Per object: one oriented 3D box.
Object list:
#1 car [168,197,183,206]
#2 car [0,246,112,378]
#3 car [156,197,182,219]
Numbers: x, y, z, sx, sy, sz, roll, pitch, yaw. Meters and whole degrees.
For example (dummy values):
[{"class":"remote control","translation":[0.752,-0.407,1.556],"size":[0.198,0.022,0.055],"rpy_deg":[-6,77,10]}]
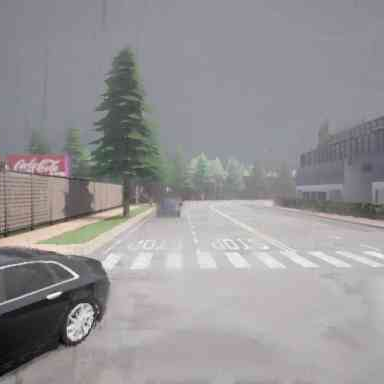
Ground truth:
[{"class":"car","translation":[-2.632,1.544,54.367],"size":[1.994,1.385,4.181],"rpy_deg":[0,0,2]},{"class":"car","translation":[-3.037,1.550,4.016],"size":[1.837,1.490,4.892],"rpy_deg":[4,2,26]},{"class":"car","translation":[-2.010,1.350,29.425],"size":[2.097,1.767,4.553],"rpy_deg":[0,0,-2]}]
